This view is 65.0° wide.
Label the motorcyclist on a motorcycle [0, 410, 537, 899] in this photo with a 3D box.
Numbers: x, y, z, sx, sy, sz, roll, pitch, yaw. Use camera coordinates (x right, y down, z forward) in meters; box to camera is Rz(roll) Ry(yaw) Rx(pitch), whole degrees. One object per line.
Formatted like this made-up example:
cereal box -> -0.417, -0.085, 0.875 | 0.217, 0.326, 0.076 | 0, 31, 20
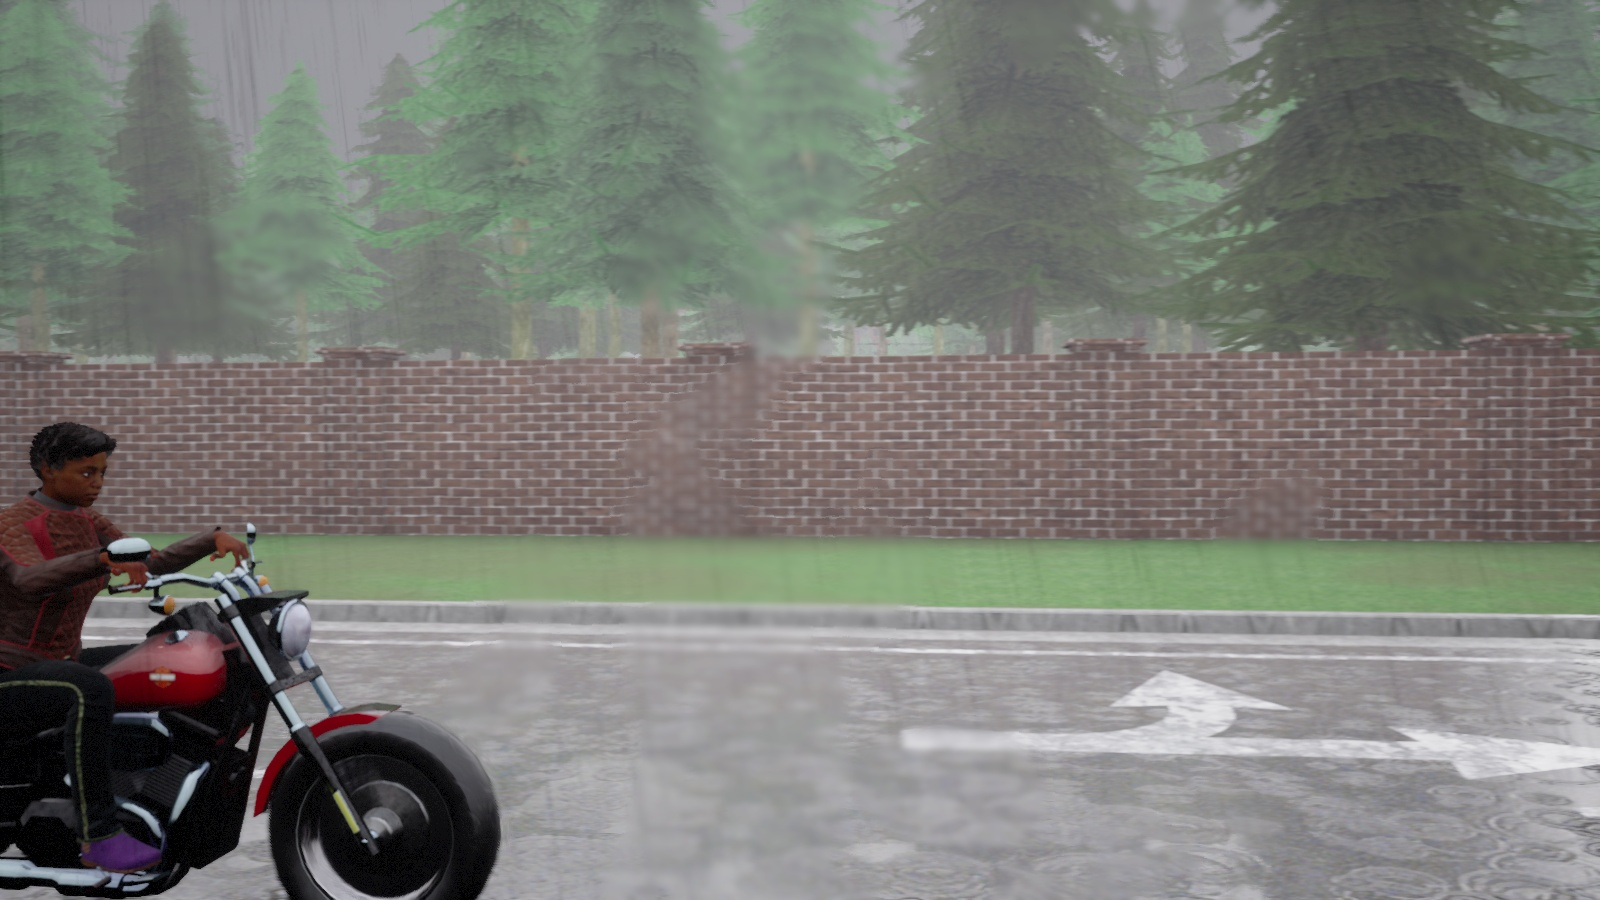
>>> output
motorcyclist on a motorcycle -> -2.093, 0.705, 3.957 | 2.350, 1.649, 0.766 | 0, 1, 6
